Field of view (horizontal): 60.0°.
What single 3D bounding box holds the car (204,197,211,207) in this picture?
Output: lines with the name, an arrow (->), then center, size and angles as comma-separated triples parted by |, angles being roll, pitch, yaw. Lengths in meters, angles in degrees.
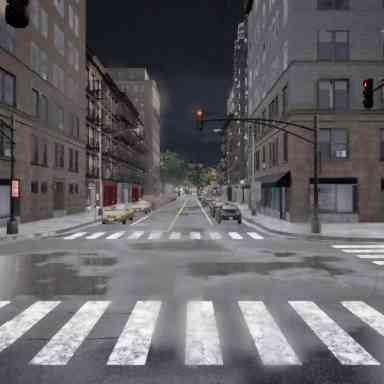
car -> 2.652, 1.554, 35.704 | 2.008, 1.369, 4.403 | 0, 0, 0

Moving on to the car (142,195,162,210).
car -> -5.393, 1.319, 41.190 | 2.192, 1.841, 5.009 | 0, 0, 0

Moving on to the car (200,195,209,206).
car -> 2.659, 1.557, 52.150 | 2.008, 1.369, 4.403 | 0, 0, 0

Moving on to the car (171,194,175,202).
car -> -5.371, 1.324, 68.600 | 2.192, 1.841, 5.009 | 0, 0, 0

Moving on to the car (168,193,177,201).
car -> -5.354, 1.330, 90.528 | 2.192, 1.841, 5.009 | 0, 0, 0

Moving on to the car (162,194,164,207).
car -> -5.389, 1.445, 46.672 | 1.967, 1.590, 4.097 | 0, 0, 0

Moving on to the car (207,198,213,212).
car -> 2.649, 1.547, 30.222 | 1.887, 1.381, 4.507 | 0, 0, 0

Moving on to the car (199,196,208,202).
car -> 2.671, 1.556, 79.560 | 1.887, 1.381, 4.507 | 0, 0, 0

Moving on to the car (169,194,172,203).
car -> -5.376, 1.574, 63.118 | 1.947, 1.339, 4.313 | 0, 0, 0

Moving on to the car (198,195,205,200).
car -> 2.675, 1.597, 90.524 | 1.802, 1.307, 4.206 | 0, 0, 0

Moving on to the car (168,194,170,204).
car -> -5.380, 1.557, 57.635 | 2.008, 1.369, 4.403 | 0, 0, 0

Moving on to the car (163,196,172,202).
car -> -5.367, 1.535, 73.912 | 1.752, 1.417, 4.829 | 0, 0, 0

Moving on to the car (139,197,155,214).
car -> -5.398, 1.528, 35.537 | 1.752, 1.417, 4.829 | 0, 0, 0

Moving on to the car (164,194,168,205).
car -> -5.384, 1.446, 52.153 | 1.967, 1.590, 4.097 | 0, 0, 0

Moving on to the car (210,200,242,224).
car -> 2.647, 1.552, 24.740 | 2.008, 1.369, 4.403 | 0, 0, 0

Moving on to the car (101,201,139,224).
car -> -5.406, 1.527, 24.574 | 1.752, 1.417, 4.829 | 0, 0, 0
